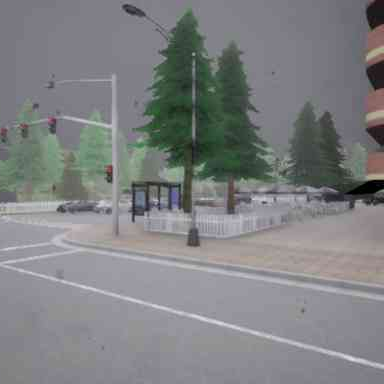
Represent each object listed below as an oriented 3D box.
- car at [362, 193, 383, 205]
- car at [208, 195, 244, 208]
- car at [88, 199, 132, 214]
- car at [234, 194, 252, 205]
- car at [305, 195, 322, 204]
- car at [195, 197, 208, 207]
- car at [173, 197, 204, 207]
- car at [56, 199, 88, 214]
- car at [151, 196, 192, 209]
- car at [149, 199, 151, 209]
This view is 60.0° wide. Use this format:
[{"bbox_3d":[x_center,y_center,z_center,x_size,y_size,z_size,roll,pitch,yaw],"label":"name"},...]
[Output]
[{"bbox_3d":[30.012,1.152,52.922,5.566,2.045,2.150,0,0,-6],"label":"car"},{"bbox_3d":[4.486,1.471,43.678,1.994,1.385,4.181,0,0,42],"label":"car"},{"bbox_3d":[-7.760,1.428,33.648,1.812,1.442,4.674,0,0,36],"label":"car"},{"bbox_3d":[7.471,1.121,55.673,5.566,2.045,2.150,0,0,-34],"label":"car"},{"bbox_3d":[19.069,1.271,49.925,4.553,1.767,2.097,0,0,-25],"label":"car"},{"bbox_3d":[3.322,1.449,47.951,5.357,1.411,2.033,0,0,-45],"label":"car"},{"bbox_3d":[-0.430,1.422,48.765,1.812,1.442,4.674,0,0,42],"label":"car"},{"bbox_3d":[-11.676,1.461,34.180,1.994,1.385,4.181,0,0,36],"label":"car"},{"bbox_3d":[-2.392,1.254,40.876,2.097,1.767,4.553,0,0,38],"label":"car"},{"bbox_3d":[-6.615,1.422,41.129,1.812,1.442,4.674,0,0,37],"label":"car"}]
